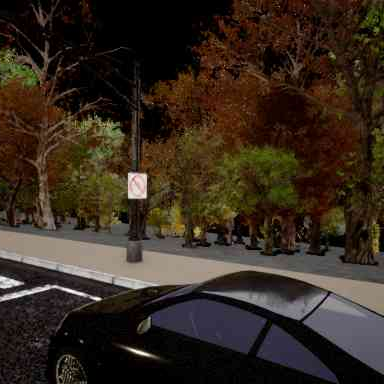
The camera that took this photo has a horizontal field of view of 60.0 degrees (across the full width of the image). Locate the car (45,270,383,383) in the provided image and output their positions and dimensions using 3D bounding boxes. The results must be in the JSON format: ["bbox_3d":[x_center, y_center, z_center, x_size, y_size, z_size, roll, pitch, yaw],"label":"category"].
[{"bbox_3d":[0.374,1.564,3.420,4.181,1.385,1.994,0,0,36],"label":"car"}]
